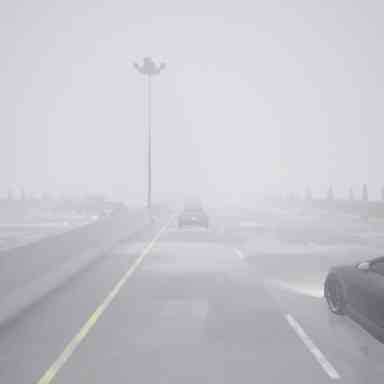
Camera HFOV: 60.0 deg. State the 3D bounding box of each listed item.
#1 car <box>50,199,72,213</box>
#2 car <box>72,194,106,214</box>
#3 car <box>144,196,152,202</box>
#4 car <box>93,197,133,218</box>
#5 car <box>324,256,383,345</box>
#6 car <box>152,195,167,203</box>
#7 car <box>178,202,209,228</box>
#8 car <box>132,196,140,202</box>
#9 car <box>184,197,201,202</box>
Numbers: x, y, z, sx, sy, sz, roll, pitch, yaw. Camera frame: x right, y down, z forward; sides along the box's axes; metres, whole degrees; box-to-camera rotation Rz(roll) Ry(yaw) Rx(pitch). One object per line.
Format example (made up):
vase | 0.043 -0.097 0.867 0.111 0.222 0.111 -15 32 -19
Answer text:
car | -14.113 1.563 37.169 1.837 1.490 4.892 0 -1 0
car | -10.617 1.274 35.775 2.150 2.045 5.566 0 0 0
car | -9.933 1.632 77.573 1.895 1.301 4.718 0 0 2
car | -7.114 1.537 30.523 2.128 1.511 4.902 0 0 0
car | 3.597 1.571 4.916 1.994 1.385 4.181 0 0 0
car | -6.621 1.461 70.888 2.097 1.767 4.553 0 0 2
car | 0.085 1.598 22.626 1.994 1.385 4.181 0 0 0
car | -13.431 1.590 77.702 1.994 1.385 4.181 0 0 2
car | 0.075 1.412 40.360 2.097 1.767 4.553 0 0 0
